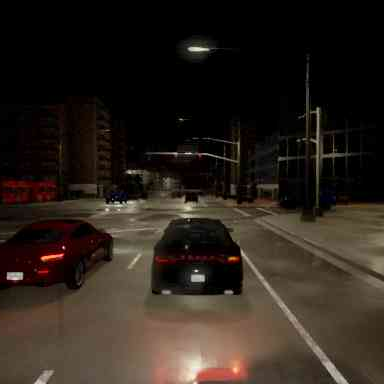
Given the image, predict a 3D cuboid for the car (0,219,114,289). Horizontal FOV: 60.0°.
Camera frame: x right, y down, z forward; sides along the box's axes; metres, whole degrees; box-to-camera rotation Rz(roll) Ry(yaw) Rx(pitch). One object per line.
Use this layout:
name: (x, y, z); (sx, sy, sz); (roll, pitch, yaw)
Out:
car: (-3.412, 1.433, 8.744); (1.812, 1.442, 4.674); (0, 1, 0)

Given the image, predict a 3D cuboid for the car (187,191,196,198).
car: (-0.102, 0.602, 86.905); (2.097, 1.767, 4.553); (0, 0, 0)

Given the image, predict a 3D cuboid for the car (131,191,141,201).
car: (-10.616, 0.941, 57.333); (1.895, 1.301, 4.718); (0, 0, 0)

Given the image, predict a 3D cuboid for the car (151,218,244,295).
car: (0.097, 1.390, 8.545); (1.882, 1.535, 5.008); (0, 1, 0)

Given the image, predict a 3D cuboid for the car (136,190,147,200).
car: (-10.585, 0.530, 67.925); (2.150, 2.045, 5.566); (0, 0, 0)

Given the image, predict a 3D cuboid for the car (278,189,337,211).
car: (11.412, 0.747, 33.038); (5.566, 2.045, 2.150); (0, 1, 0)

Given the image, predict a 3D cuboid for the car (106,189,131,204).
car: (-10.625, 0.617, 47.258); (2.150, 2.045, 5.566); (0, 0, 0)

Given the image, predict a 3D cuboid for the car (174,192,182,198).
car: (-3.600, 0.681, 85.683); (1.837, 1.490, 4.892); (0, 0, 0)

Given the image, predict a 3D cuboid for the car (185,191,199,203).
car: (-0.022, 0.845, 51.957); (1.882, 1.535, 5.008); (0, 0, 1)

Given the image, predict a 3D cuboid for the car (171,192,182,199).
car: (-3.588, 0.804, 75.681); (1.812, 1.442, 4.674); (0, 0, 0)
